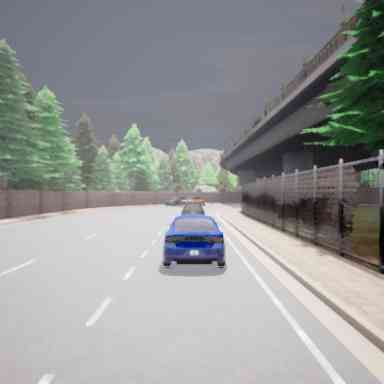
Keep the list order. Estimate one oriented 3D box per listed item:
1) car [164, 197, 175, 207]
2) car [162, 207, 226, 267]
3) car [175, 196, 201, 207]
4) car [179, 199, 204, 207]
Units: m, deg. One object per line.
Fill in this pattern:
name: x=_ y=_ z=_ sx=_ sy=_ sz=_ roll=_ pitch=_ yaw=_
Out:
car: x=-2.633 y=1.513 z=55.609 sx=2.097 sy=1.767 sz=4.553 roll=0 pitch=0 yaw=38
car: x=0.071 y=1.512 z=11.593 sx=1.882 sy=1.535 sz=5.008 roll=0 pitch=0 yaw=0
car: x=-0.068 y=1.505 z=53.199 sx=2.097 sy=1.767 sz=4.553 roll=0 pitch=0 yaw=38
car: x=0.115 y=1.651 z=30.176 sx=1.994 sy=1.385 sz=4.181 roll=0 pitch=0 yaw=1
